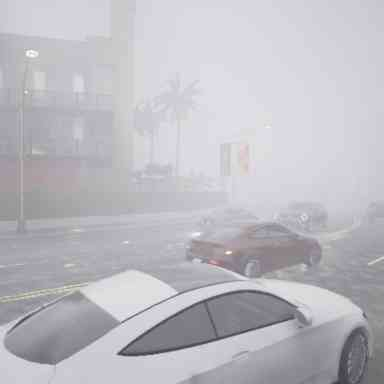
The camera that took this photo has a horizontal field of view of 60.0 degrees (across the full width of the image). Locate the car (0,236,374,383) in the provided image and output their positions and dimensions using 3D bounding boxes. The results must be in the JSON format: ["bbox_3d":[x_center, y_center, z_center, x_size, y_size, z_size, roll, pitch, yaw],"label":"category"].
[{"bbox_3d":[0.098,1.524,3.577,4.674,1.442,1.812,0,0,-37],"label":"car"}]

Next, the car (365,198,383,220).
[{"bbox_3d":[15.775,1.536,28.013,2.033,1.411,5.357,0,0,23],"label":"car"}]

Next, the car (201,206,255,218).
[{"bbox_3d":[2.231,1.551,20.010,1.994,1.385,4.181,0,0,41],"label":"car"}]

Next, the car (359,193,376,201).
[{"bbox_3d":[36.605,1.225,70.992,2.185,1.767,4.553,0,0,-14],"label":"car"}]

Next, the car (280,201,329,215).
[{"bbox_3d":[6.541,1.342,19.742,2.097,1.767,4.553,0,0,38],"label":"car"}]

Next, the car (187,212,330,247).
[{"bbox_3d":[1.873,1.520,9.516,4.674,1.442,1.812,0,0,-41],"label":"car"}]
